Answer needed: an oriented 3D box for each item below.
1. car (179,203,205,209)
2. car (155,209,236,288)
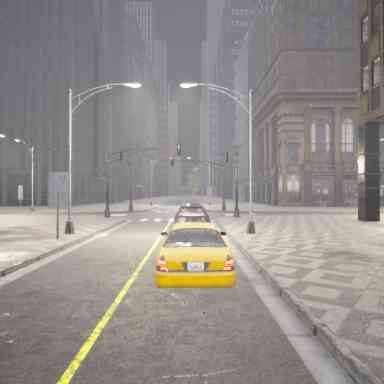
[{"bbox_3d":[-0.009,1.455,19.334,2.033,1.649,4.856,0,0,-1],"label":"car"},{"bbox_3d":[0.050,1.463,9.192,1.801,1.575,5.366,0,0,-1],"label":"car"}]
